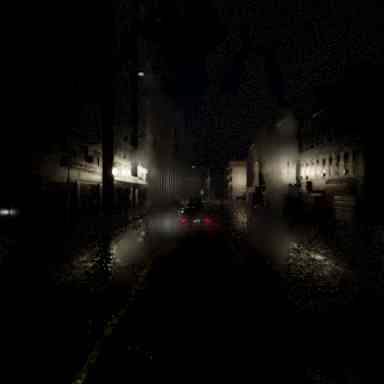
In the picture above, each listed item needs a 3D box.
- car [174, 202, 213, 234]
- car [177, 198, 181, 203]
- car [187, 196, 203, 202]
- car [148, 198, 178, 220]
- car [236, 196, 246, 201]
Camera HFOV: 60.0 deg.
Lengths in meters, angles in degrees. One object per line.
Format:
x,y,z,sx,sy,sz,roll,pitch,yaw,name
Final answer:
0.236,1.559,19.379,2.033,1.411,5.357,0,0,0,car
-2.430,1.568,45.338,2.033,1.411,5.357,0,0,0,car
0.431,1.379,46.465,2.097,1.767,4.553,0,0,1,car
-2.593,1.560,28.969,2.033,1.411,5.357,0,0,1,car
13.854,1.763,88.559,4.313,1.339,1.947,1,-1,0,car
